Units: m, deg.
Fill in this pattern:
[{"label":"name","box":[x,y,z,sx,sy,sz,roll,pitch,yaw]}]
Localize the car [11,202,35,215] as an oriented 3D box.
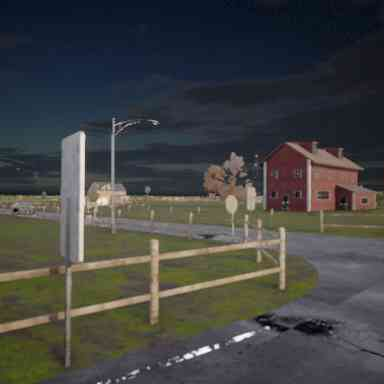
[{"label":"car","box":[-23.942,2.264,47.199,2.097,1.767,4.553,1,-2,-43]}]
